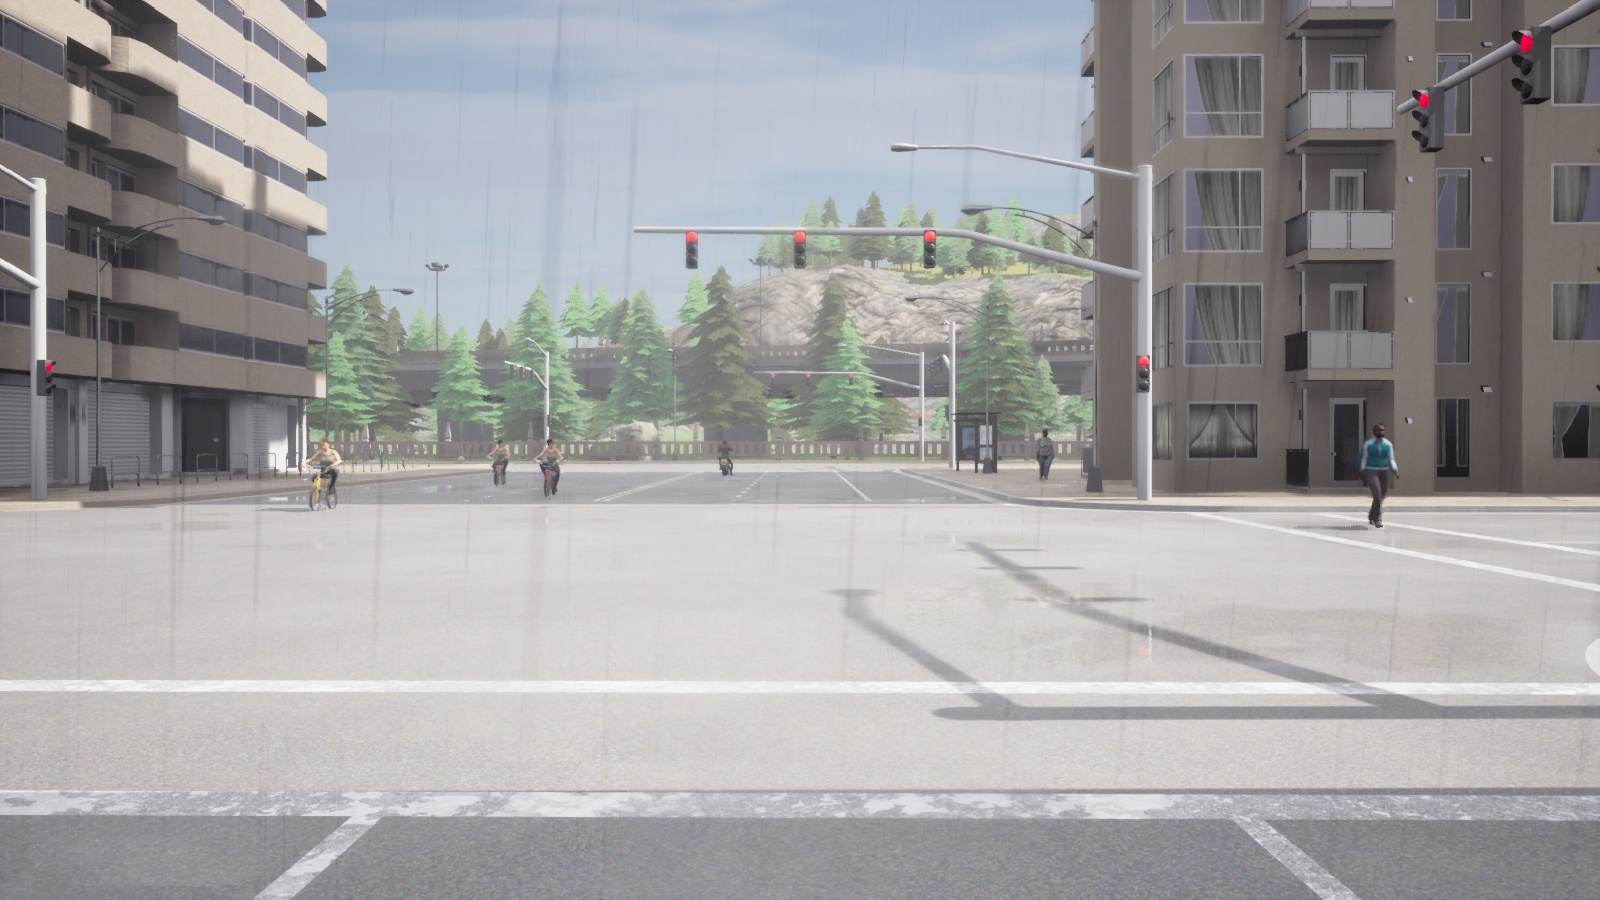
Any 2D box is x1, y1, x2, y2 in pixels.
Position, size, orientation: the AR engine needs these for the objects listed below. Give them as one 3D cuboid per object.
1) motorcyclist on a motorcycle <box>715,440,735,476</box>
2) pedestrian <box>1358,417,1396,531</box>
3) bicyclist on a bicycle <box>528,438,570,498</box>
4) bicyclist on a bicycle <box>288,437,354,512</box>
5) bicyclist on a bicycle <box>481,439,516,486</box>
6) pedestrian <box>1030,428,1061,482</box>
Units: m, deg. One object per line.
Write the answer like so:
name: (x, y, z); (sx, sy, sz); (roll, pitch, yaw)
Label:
motorcyclist on a motorcycle: (-3.437, 0.367, 57.900); (0.766, 1.649, 2.350); (0, 0, 0)
pedestrian: (9.883, 0.402, 21.513); (0.396, 1.930, 0.692); (0, 0, 8)
bicyclist on a bicycle: (-6.960, 0.481, 34.836); (0.866, 1.612, 1.509); (0, 1, 0)
bicyclist on a bicycle: (-10.457, 0.519, 27.485); (0.866, 1.612, 1.509); (0, 0, 0)
bicyclist on a bicycle: (-10.454, 0.428, 43.616); (0.866, 1.612, 1.509); (0, 0, 0)
pedestrian: (8.578, 0.164, 43.943); (0.874, 1.855, 0.900); (0, 0, -4)
